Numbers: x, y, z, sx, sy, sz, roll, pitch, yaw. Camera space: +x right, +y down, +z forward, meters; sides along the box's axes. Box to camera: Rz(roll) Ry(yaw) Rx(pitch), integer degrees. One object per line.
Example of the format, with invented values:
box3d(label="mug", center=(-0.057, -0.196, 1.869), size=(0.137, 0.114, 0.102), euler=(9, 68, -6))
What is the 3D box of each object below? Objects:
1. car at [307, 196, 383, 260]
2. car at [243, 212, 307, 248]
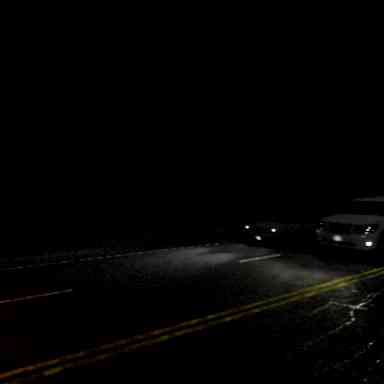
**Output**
box3d(label="car", center=(7.104, 1.191, 12.682), size=(5.566, 2.045, 2.150), euler=(0, 0, -35))
box3d(label="car", center=(4.533, 1.571, 14.852), size=(4.718, 1.301, 1.895), euler=(0, 0, -35))
